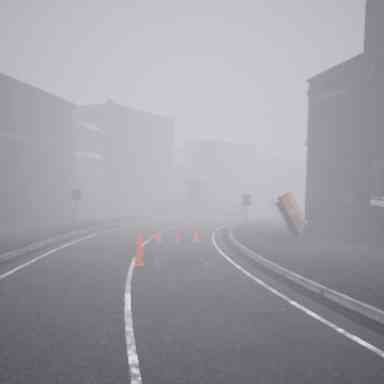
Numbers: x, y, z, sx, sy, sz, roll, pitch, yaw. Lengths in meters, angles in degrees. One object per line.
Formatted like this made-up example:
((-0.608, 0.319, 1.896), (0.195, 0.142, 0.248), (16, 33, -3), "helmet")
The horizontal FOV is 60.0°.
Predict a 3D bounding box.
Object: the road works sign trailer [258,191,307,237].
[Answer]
((5.259, 1.474, 19.512), (2.880, 2.380, 3.560), (-26, -6, 7), "road works sign trailer")

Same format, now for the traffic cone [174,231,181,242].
((-0.760, 2.320, 17.447), (0.340, 0.580, 0.340), (1, -1, -9), "traffic cone")

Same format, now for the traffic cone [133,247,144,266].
((-1.803, 2.163, 11.218), (0.340, 0.580, 0.340), (1, -1, -9), "traffic cone")

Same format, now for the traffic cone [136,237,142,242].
((-2.112, 2.200, 13.193), (0.340, 0.580, 0.340), (1, -1, -9), "traffic cone")

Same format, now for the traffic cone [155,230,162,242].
((-1.744, 2.295, 17.291), (0.340, 0.580, 0.340), (1, -1, -9), "traffic cone")

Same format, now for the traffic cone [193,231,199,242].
((0.224, 2.345, 17.600), (0.340, 0.580, 0.340), (1, -1, -9), "traffic cone")

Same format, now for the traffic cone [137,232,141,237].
((-2.421, 2.236, 15.168), (0.340, 0.580, 0.340), (1, -1, -9), "traffic cone")

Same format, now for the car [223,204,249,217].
((6.392, 2.571, 47.839), (2.097, 1.767, 4.553), (4, 0, 37), "car")
